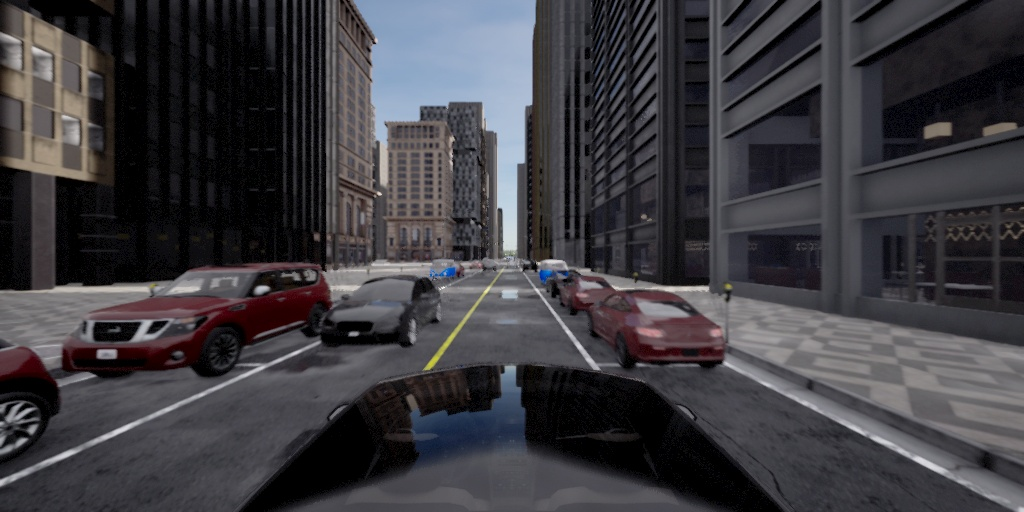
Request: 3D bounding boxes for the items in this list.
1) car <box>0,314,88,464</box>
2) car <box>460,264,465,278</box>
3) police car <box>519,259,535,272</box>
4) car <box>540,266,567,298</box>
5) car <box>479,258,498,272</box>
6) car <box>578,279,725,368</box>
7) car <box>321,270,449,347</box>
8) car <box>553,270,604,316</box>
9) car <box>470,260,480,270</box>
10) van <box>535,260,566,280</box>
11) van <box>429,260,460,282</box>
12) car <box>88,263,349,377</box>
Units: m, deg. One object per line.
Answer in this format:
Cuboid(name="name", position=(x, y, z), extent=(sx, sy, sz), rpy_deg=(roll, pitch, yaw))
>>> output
Cuboid(name="car", position=(-5.763, 1.191, 1.973), extent=(1.967, 1.591, 4.097), rpy_deg=(0, 0, 0))
Cuboid(name="car", position=(-5.761, 1.412, 35.819), extent=(1.888, 1.381, 4.507), rpy_deg=(0, 0, 0))
Cuboid(name="police car", position=(2.369, 1.336, 48.951), extent=(1.930, 1.638, 5.238), rpy_deg=(0, 0, 0))
Cuboid(name="car", position=(2.763, 1.375, 18.899), extent=(1.948, 1.339, 4.313), rpy_deg=(0, 0, 0))
Cuboid(name="car", position=(-3.074, 1.419, 50.159), extent=(1.837, 1.490, 4.892), rpy_deg=(0, 0, 0))
Cuboid(name="car", position=(2.763, 1.353, 7.618), extent=(1.802, 1.307, 4.207), rpy_deg=(0, 0, 0))
Cuboid(name="car", position=(-3.099, 1.282, 9.458), extent=(1.837, 1.490, 4.892), rpy_deg=(0, 0, 0))
Cuboid(name="car", position=(2.763, 1.372, 13.259), extent=(1.802, 1.307, 4.207), rpy_deg=(0, 0, 0))
Cuboid(name="car", position=(-5.759, 1.381, 58.382), extent=(1.967, 1.591, 4.097), rpy_deg=(0, 0, 0))
Cuboid(name="van", position=(2.764, 1.170, 24.540), extent=(1.690, 1.789, 3.998), rpy_deg=(0, 0, 0))
Cuboid(name="van", position=(-5.761, 1.189, 30.178), extent=(1.690, 1.789, 3.998), rpy_deg=(0, 0, 0))
Cuboid(name="car", position=(-5.762, 1.085, 7.615), extent=(2.192, 1.841, 5.009), rpy_deg=(0, 0, 0))
